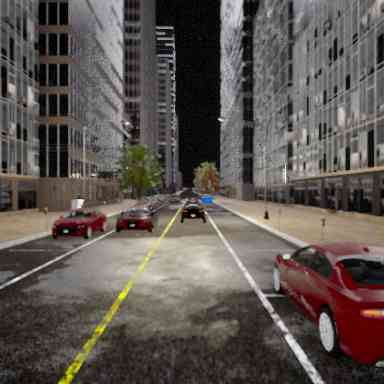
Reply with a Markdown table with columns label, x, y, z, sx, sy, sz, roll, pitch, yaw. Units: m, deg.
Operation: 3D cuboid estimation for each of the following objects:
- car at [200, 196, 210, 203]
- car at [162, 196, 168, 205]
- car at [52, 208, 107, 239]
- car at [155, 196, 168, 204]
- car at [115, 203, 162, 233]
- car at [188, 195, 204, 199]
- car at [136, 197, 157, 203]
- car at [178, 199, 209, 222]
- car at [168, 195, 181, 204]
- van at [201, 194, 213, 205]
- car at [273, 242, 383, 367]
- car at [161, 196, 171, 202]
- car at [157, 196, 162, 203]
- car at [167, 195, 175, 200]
| label | x | y | z | sx | sy | sz | roll | pitch | yaw |
| --- | --- | --- | --- | --- | --- | --- | --- | --- | --- |
| car | 2.660 | 1.453 | 68.500 | 2.008 | 1.369 | 4.403 | 0 | 0 | 0 |
| car | -5.716 | 1.480 | 57.115 | 2.008 | 1.369 | 4.403 | 0 | 0 | 0 |
| car | -5.700 | 1.533 | 17.268 | 1.887 | 1.381 | 4.507 | 0 | 0 | 0 |
| car | -5.718 | 1.468 | 62.808 | 2.008 | 1.369 | 4.403 | 0 | 0 | 0 |
| car | -3.109 | 1.550 | 19.341 | 1.994 | 1.385 | 4.181 | 0 | 0 | 0 |
| car | 0.080 | 1.501 | 42.861 | 2.033 | 1.411 | 5.357 | 0 | 0 | 0 |
| car | -5.709 | 1.398 | 40.038 | 1.967 | 1.590 | 4.097 | 0 | 0 | 0 |
| car | 0.089 | 1.505 | 25.921 | 1.812 | 1.442 | 4.674 | 0 | 0 | 0 |
| car | -3.072 | 1.276 | 59.637 | 2.097 | 1.767 | 4.553 | 0 | 0 | 1 |
| van | 2.664 | 1.270 | 57.114 | 1.690 | 1.788 | 3.998 | 0 | 0 | 0 |
| car | 2.686 | 1.542 | 5.880 | 1.887 | 1.381 | 4.507 | 0 | 0 | 0 |
| car | -5.723 | 1.467 | 74.192 | 1.802 | 1.307 | 4.206 | 0 | 0 | 0 |
| car | -5.711 | 1.389 | 45.730 | 1.967 | 1.590 | 4.097 | 0 | 0 | 0 |
| car | -5.730 | 1.413 | 91.270 | 1.802 | 1.307 | 4.206 | 0 | 0 | 0 |
